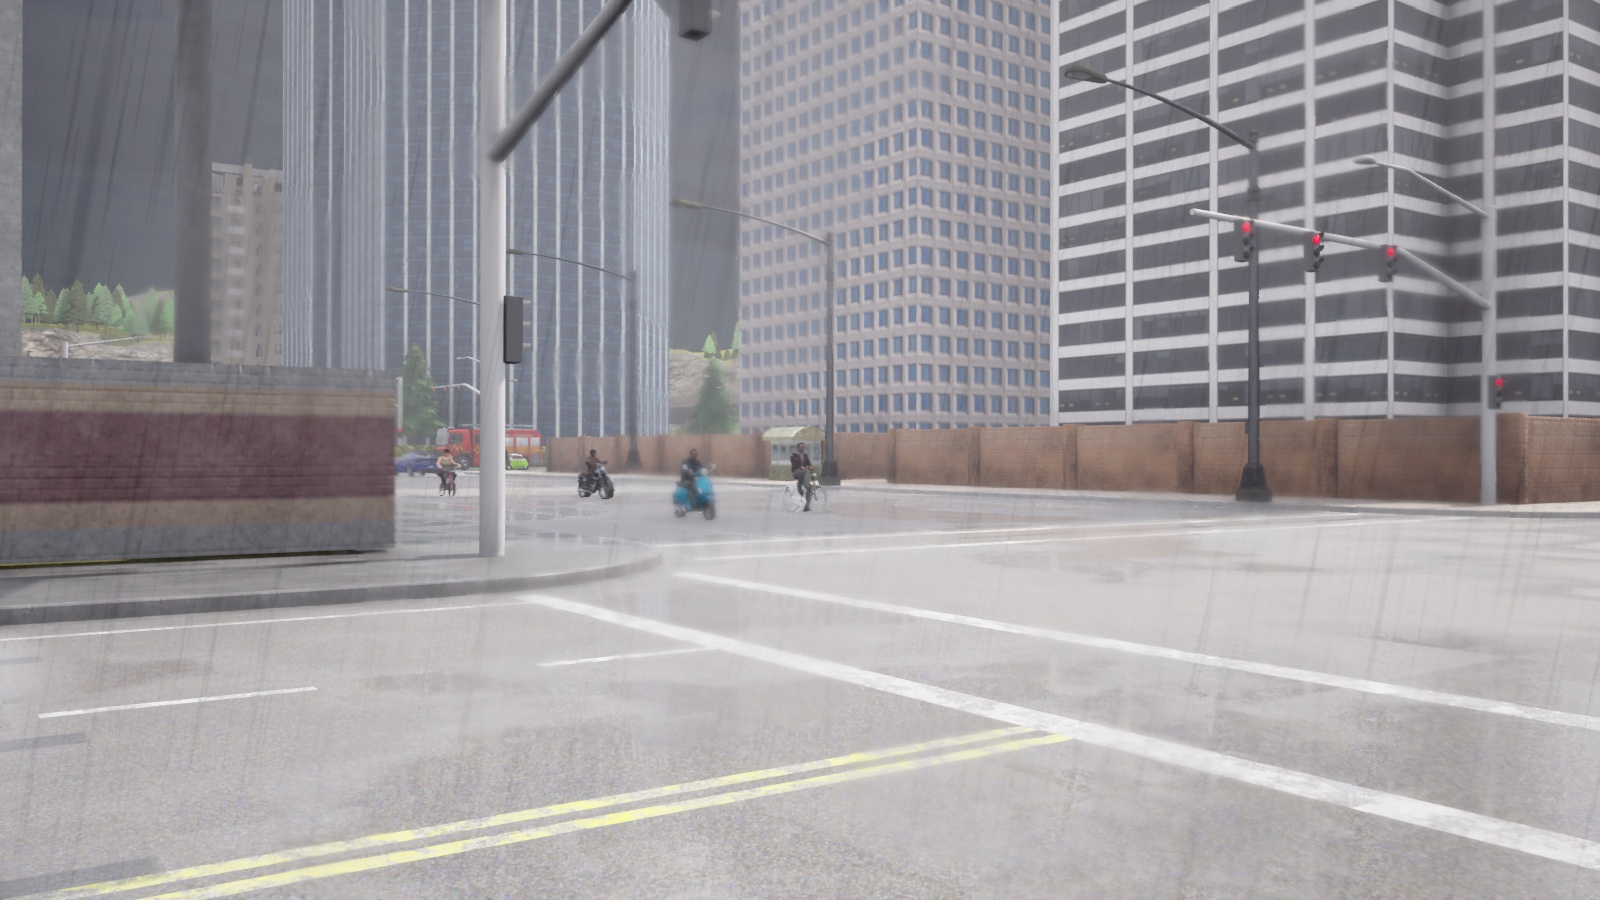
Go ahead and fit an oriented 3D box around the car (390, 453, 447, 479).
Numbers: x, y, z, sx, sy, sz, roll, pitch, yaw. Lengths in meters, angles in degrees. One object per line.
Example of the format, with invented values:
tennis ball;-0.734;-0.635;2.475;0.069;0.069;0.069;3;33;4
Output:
car;-23.467;0.961;77.173;1.882;1.535;5.008;0;0;-35

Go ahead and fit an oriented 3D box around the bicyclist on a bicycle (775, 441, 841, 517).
bicyclist on a bicycle;0.184;0.689;30.481;0.659;1.776;1.843;0;0;-35

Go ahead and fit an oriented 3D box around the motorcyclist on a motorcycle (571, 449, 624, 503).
motorcyclist on a motorcycle;-6.497;0.807;40.188;0.766;1.649;2.350;0;0;-35

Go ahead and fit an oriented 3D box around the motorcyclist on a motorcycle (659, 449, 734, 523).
motorcyclist on a motorcycle;-2.313;0.771;27.936;0.866;1.590;1.817;0;0;-35

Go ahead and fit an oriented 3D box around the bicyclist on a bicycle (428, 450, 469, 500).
bicyclist on a bicycle;-11.608;0.807;41.449;0.866;1.612;1.509;0;0;-34
